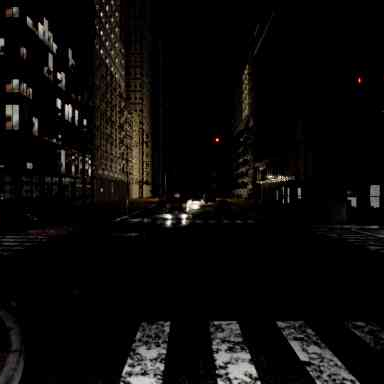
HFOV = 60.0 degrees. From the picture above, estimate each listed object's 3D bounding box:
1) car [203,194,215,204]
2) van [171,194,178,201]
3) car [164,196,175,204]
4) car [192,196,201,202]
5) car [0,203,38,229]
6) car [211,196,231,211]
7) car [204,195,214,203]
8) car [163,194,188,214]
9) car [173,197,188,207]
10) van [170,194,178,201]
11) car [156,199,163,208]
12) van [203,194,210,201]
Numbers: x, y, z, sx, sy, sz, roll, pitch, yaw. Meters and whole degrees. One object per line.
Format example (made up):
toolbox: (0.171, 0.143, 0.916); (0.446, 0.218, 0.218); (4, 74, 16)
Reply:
car: (3.589, 1.313, 63.896); (2.192, 1.841, 5.009); (0, 0, 0)
van: (-4.452, 1.315, 85.949); (1.690, 1.788, 3.998); (0, 0, 0)
car: (-4.291, 1.564, 63.839); (1.947, 1.339, 4.313); (0, 0, 0)
car: (0.968, 1.512, 73.228); (1.812, 1.442, 4.674); (0, 0, 0)
car: (-11.433, 1.337, 19.244); (4.674, 1.442, 1.812); (1, 0, -5)
car: (3.800, 1.579, 41.788); (1.947, 1.339, 4.313); (0, 0, 0)
car: (3.549, 1.432, 69.425); (1.967, 1.590, 4.097); (0, 0, 0)
car: (-1.616, 1.367, 35.206); (2.097, 1.767, 4.553); (0, 0, 0)
car: (-1.725, 1.500, 51.135); (2.128, 1.511, 4.902); (0, 0, 0)
van: (-4.412, 1.321, 80.422); (1.690, 1.788, 3.998); (0, 0, 0)
car: (-4.170, 1.592, 47.257); (1.802, 1.307, 4.206); (0, 0, 0)
van: (3.468, 1.321, 80.479); (1.690, 1.788, 3.998); (0, 0, 0)
